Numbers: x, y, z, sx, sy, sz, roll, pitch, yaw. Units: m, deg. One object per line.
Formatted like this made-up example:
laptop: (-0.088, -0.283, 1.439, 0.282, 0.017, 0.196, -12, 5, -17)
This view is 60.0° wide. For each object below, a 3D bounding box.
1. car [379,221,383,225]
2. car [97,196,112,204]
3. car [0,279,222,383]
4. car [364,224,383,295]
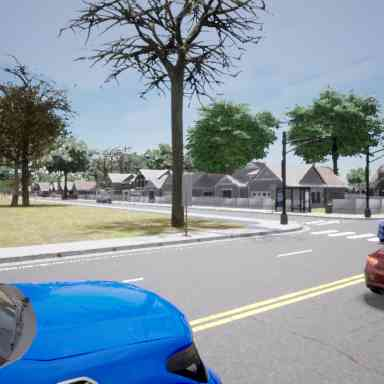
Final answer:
car: (10.276, 1.479, 14.955, 5.008, 1.535, 1.882, 0, 0, -35)
car: (-17.805, 1.625, 67.353, 1.812, 1.442, 4.674, 0, 0, -35)
car: (-2.419, 1.221, 1.716, 5.566, 2.045, 2.150, 0, 0, -36)
car: (5.659, 1.525, 7.447, 4.674, 1.442, 1.812, 0, 0, -36)
